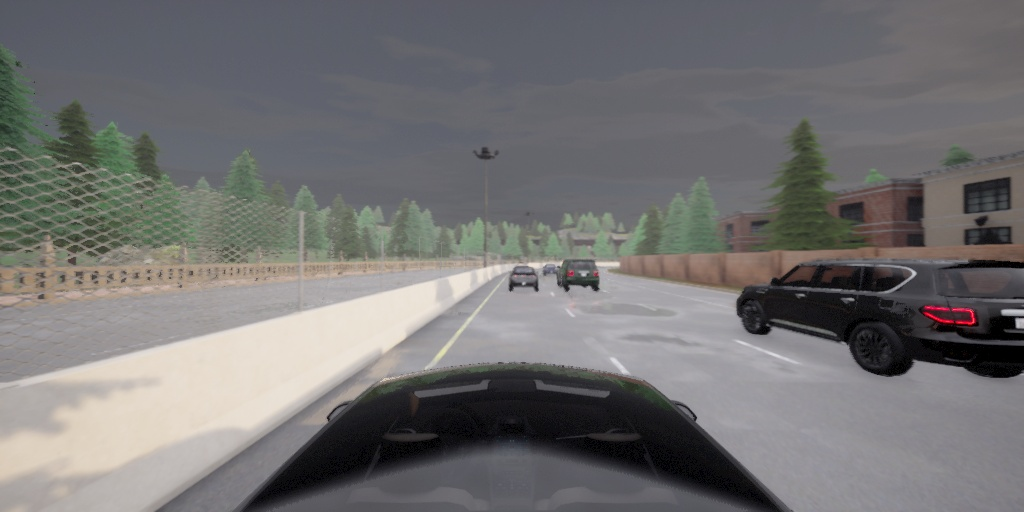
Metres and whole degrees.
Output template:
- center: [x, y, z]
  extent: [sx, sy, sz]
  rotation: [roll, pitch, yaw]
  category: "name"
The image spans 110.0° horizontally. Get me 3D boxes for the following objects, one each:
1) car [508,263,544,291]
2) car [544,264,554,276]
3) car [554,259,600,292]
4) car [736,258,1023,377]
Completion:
- center: [0.777, 1.462, 23.930]
  extent: [2.128, 1.511, 4.902]
  rotation: [0, 0, 1]
  category: "car"
- center: [4.891, 1.725, 45.462]
  extent: [1.812, 1.442, 4.674]
  rotation: [0, 0, 3]
  category: "car"
- center: [4.274, 1.209, 23.731]
  extent: [2.150, 2.045, 5.566]
  rotation: [0, 0, 1]
  category: "car"
- center: [7.393, 1.071, 7.788]
  extent: [2.150, 2.045, 5.566]
  rotation: [0, 0, 1]
  category: "car"
